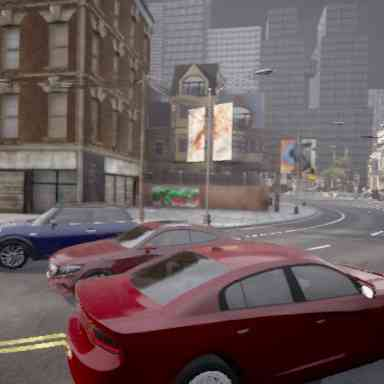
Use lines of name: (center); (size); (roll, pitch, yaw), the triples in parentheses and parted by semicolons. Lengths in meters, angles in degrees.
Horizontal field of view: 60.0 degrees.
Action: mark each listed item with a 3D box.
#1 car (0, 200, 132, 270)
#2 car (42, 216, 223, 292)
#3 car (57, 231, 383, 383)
car: (-3.760, 1.132, 10.071); (4.553, 1.767, 2.097); (1, 1, -25)
car: (-0.751, 1.405, 7.616); (4.674, 1.442, 1.812); (1, 1, -28)
car: (1.019, 1.437, 4.394); (5.008, 1.535, 1.882); (1, 1, -26)
